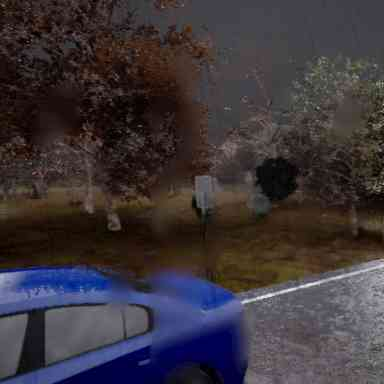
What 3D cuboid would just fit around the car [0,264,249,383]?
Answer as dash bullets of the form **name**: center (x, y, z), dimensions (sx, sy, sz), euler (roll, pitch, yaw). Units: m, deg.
- **car**: center (-1.742, 1.472, 2.726), dimensions (5.008, 1.535, 1.882), euler (0, 0, -36)
